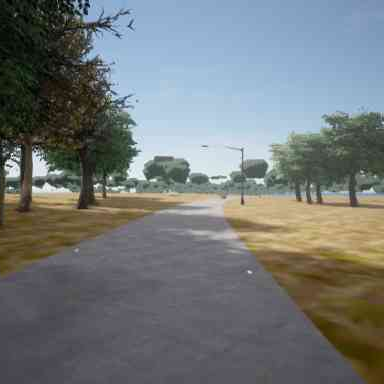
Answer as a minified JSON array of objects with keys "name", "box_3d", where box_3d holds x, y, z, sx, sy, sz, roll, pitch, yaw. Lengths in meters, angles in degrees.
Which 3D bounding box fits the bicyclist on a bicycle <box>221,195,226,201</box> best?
[{"name":"bicyclist on a bicycle","box_3d":[7.331,1.459,79.769,0.582,1.620,1.656,1,0,9]}]

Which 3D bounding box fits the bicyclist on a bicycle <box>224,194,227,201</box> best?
[{"name":"bicyclist on a bicycle","box_3d":[8.850,1.481,88.597,0.582,1.620,1.656,1,0,10]}]
